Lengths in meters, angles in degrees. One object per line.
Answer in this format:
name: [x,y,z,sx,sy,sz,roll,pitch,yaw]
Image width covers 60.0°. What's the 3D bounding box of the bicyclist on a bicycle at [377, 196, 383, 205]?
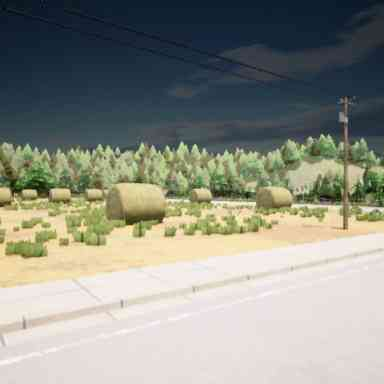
bicyclist on a bicycle: [25.888,1.404,45.818,1.656,1.620,0.582,0,0,-33]
